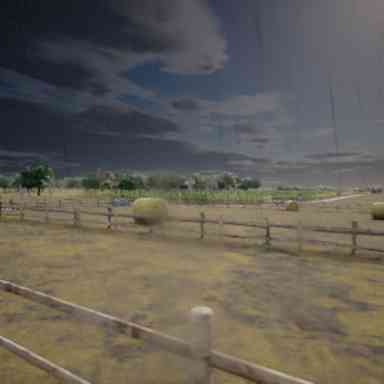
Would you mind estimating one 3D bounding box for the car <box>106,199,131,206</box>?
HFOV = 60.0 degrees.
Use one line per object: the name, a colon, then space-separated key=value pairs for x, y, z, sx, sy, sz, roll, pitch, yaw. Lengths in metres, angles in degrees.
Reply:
car: x=-15.156 y=2.225 z=68.978 sx=2.033 sy=1.411 sz=5.357 roll=2 pitch=-1 yaw=35
